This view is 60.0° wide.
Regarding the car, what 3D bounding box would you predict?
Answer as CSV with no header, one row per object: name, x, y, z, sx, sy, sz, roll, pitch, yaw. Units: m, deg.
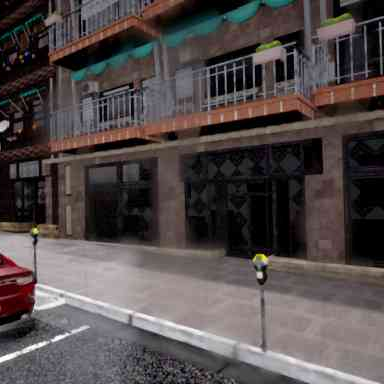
car,-4.668,1.551,6.080,4.507,1.381,1.887,0,-1,36
